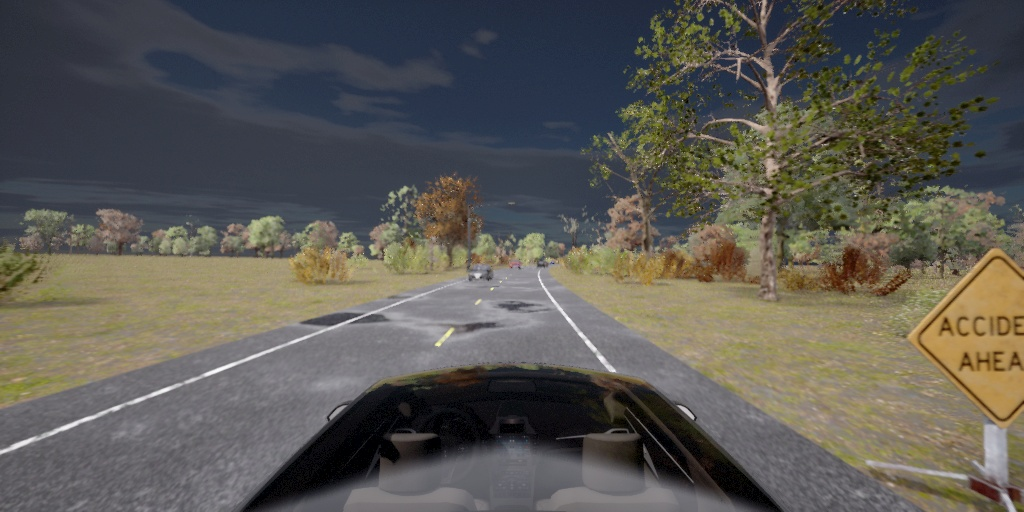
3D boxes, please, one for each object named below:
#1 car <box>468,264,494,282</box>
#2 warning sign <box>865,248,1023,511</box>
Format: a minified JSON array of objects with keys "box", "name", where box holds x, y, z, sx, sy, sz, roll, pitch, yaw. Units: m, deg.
[{"box":[-2.756,1.502,32.497,2.128,1.511,4.902,0,-1,3],"name":"car"},{"box":[3.547,0.873,2.621,1.300,1.860,1.060,0,0,0],"name":"warning sign"}]
